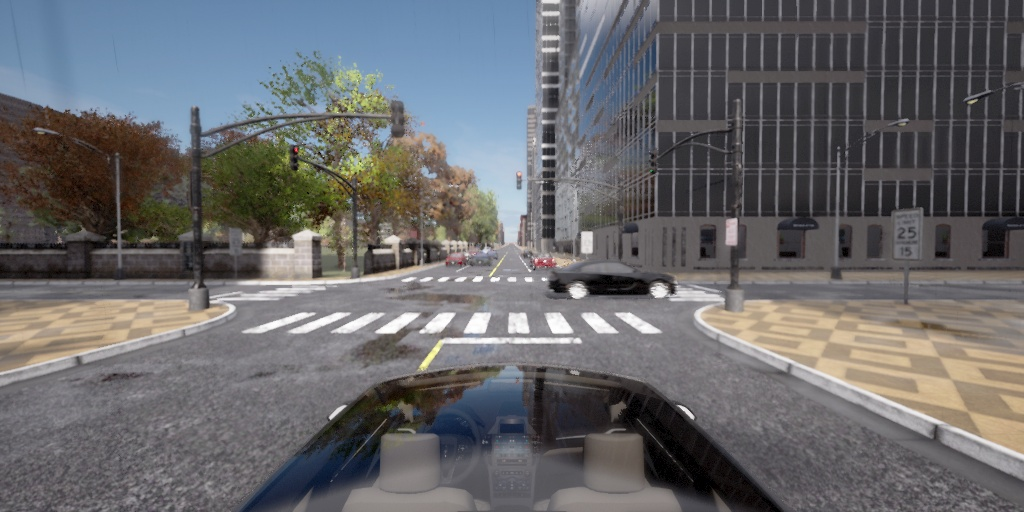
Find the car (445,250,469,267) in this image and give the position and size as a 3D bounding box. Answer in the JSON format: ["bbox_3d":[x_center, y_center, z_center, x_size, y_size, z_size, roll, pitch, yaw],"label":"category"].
[{"bbox_3d":[-5.697,0.346,36.871,1.888,1.381,4.507,0,0,0],"label":"car"}]

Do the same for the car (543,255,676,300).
[{"bbox_3d":[3.905,0.882,14.351,5.008,1.535,1.882,0,2,1],"label":"car"}]

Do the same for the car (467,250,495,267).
[{"bbox_3d":[-3.102,0.373,36.540,1.994,1.385,4.181,0,2,0],"label":"car"}]

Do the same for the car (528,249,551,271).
[{"bbox_3d":[2.685,0.393,31.197,1.967,1.591,4.097,0,0,0],"label":"car"}]

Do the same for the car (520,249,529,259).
[{"bbox_3d":[2.679,-0.252,59.592,1.948,1.339,4.313,0,0,0],"label":"car"}]

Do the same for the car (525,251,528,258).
[{"bbox_3d":[2.684,0.366,36.875,1.948,1.339,4.313,0,0,0],"label":"car"}]

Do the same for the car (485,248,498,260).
[{"bbox_3d":[-3.070,-0.144,54.995,2.033,1.411,5.357,0,2,0],"label":"car"}]

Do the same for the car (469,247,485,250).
[{"bbox_3d":[-5.700,-0.347,53.914,2.192,1.841,5.009,0,0,0],"label":"car"}]
